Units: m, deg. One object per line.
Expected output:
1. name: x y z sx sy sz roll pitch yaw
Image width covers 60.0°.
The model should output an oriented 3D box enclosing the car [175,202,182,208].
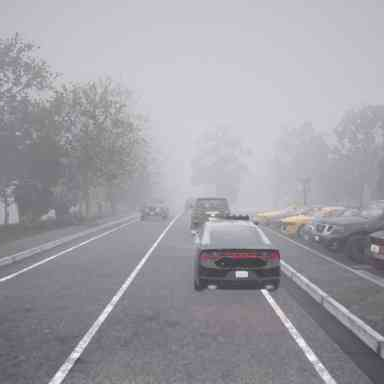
1. car: -3.007 3.342 83.449 2.097 1.767 4.553 0 -2 0

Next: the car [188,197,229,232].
1. car: 1.023 1.296 19.156 2.150 2.045 5.566 0 -1 0

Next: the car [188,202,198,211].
1. car: 0.151 2.615 59.681 1.837 1.490 4.892 0 -2 0

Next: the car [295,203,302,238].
1. car: 7.147 1.382 14.244 4.553 1.767 2.185 0 0 0

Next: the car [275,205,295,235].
1. car: 7.131 1.519 17.021 5.008 1.535 2.097 0 0 0

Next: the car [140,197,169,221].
1. car: -3.274 1.445 30.149 2.150 2.045 5.566 0 -1 0

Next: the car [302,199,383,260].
1. car: 7.079 1.250 11.473 5.566 2.045 2.435 0 0 0

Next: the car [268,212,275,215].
1. car: 7.139 1.539 19.793 4.892 1.521 2.231 0 0 0

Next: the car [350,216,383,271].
1. car: 7.128 1.527 8.696 4.792 1.488 2.163 0 0 0

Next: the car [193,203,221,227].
1. car: 1.038 1.621 25.128 1.882 1.535 5.008 0 -1 0

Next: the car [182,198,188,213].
1. car: 0.132 1.805 44.927 2.150 2.045 5.566 0 -2 0

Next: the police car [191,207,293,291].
1. police car: 0.998 1.439 9.215 1.930 1.638 5.238 0 0 0

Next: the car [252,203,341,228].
1. car: 6.956 1.563 22.562 5.366 1.575 1.946 0 0 0
